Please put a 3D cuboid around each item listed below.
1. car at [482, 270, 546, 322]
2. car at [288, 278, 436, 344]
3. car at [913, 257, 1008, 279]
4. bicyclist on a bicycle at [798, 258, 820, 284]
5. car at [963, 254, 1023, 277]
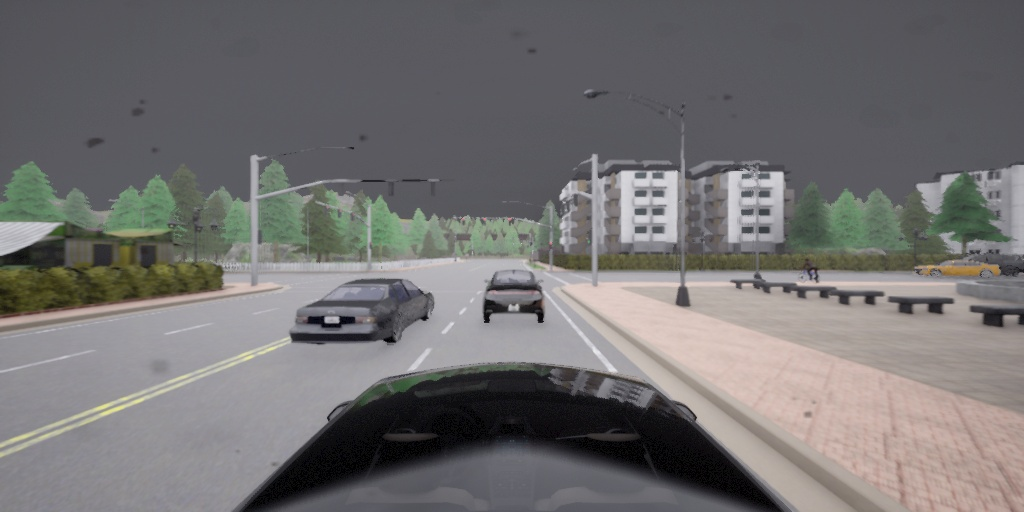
[{"bbox_3d":[0.062,1.208,12.104,2.128,1.511,4.902,0,0,0],"label":"car"},{"bbox_3d":[-3.458,1.273,9.440,2.033,1.411,5.357,0,0,1],"label":"car"},{"bbox_3d":[38.778,1.130,31.446,5.008,1.535,1.882,0,0,23],"label":"car"},{"bbox_3d":[19.382,0.980,23.413,0.582,1.620,1.656,0,0,-3],"label":"bicyclist on a bicycle"},{"bbox_3d":[43.277,0.870,33.302,5.566,2.045,2.150,0,0,26],"label":"car"}]
